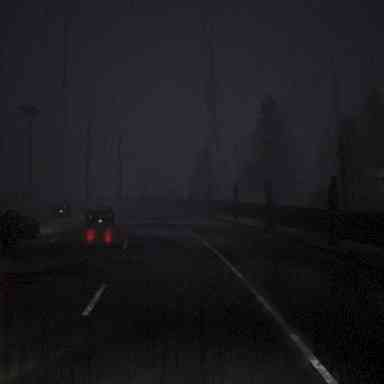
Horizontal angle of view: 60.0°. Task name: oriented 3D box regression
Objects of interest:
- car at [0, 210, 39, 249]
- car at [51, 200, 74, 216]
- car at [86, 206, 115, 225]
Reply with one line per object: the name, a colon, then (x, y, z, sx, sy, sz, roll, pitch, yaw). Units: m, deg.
car: (-8.299, 1.545, 14.707, 2.128, 1.511, 4.902, 0, 0, -8)
car: (-13.353, 1.611, 34.173, 1.837, 1.490, 4.892, 0, 0, -20)
car: (-6.715, 1.669, 24.547, 1.895, 1.301, 4.718, 0, 0, -14)
